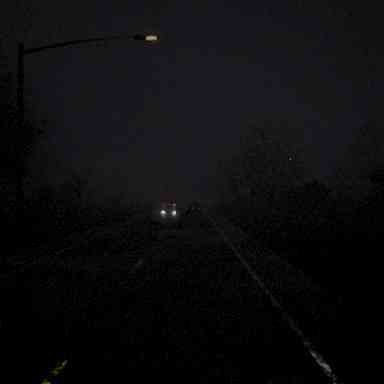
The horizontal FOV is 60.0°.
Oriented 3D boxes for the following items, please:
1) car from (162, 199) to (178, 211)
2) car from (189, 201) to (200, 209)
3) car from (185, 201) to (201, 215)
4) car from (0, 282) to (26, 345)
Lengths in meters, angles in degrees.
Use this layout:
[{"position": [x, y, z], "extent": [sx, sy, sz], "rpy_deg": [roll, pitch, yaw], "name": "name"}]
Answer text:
[{"position": [-3.328, 1.916, 50.767], "extent": [2.097, 1.767, 4.553], "rpy_deg": [0, -1, 1], "name": "car"}, {"position": [0.513, 2.280, 59.683], "extent": [1.895, 1.301, 4.718], "rpy_deg": [0, -1, 2], "name": "car"}, {"position": [0.138, 1.992, 40.543], "extent": [2.033, 1.411, 5.357], "rpy_deg": [0, -1, 1], "name": "car"}, {"position": [-3.598, 1.635, 3.107], "extent": [1.895, 1.301, 4.718], "rpy_deg": [0, -1, 0], "name": "car"}]
